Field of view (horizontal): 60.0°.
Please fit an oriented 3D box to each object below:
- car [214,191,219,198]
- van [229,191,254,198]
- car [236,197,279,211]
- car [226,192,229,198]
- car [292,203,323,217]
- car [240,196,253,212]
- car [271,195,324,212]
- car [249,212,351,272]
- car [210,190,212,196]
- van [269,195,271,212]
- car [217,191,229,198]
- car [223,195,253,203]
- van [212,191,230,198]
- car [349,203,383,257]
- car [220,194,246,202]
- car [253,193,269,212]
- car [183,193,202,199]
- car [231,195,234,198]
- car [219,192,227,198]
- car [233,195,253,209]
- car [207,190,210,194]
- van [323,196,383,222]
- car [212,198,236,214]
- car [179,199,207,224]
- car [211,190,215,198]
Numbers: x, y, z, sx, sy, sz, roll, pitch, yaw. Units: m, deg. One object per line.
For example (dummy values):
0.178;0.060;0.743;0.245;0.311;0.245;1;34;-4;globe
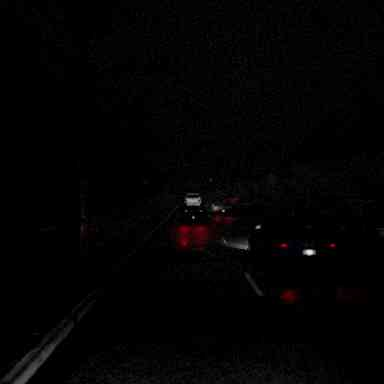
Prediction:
8.075;1.017;73.891;4.892;1.521;2.231;1;1;-20;car
7.962;1.145;46.998;4.442;1.987;1.878;1;1;-20;van
8.093;1.459;41.096;4.792;1.488;2.163;1;0;-20;car
8.039;1.208;50.026;4.553;1.767;2.185;1;1;-20;car
8.063;1.492;17.206;4.892;1.521;2.231;1;0;-20;car
8.040;1.496;35.100;4.792;1.488;2.163;1;1;-20;car
8.047;1.240;20.175;5.566;2.045;2.435;1;0;-20;car
3.099;1.565;10.776;1.994;1.385;4.181;0;0;0;car
8.238;0.902;85.889;5.366;1.575;1.946;1;0;-20;car
7.963;1.265;23.128;4.442;1.987;1.878;1;0;-20;van
7.893;1.159;61.902;5.366;1.575;1.946;0;1;-20;car
8.092;1.237;58.999;4.792;1.488;2.163;0;1;-20;car
7.958;0.630;91.744;4.442;1.987;1.878;1;1;-20;van
8.042;1.365;11.231;4.553;1.767;2.185;1;0;-20;car
8.061;1.163;64.951;4.674;1.452;2.002;1;1;-20;car
8.098;1.240;26.171;5.566;2.045;2.435;1;0;-20;car
0.097;1.147;42.415;2.150;2.045;5.566;0;1;0;car
8.062;1.440;44.068;4.674;1.452;2.002;1;0;-20;car
7.892;1.247;55.937;5.366;1.575;1.946;0;1;-20;car
7.895;1.444;38.027;5.366;1.575;1.946;1;1;-20;car
7.891;0.829;94.704;5.366;1.575;1.946;1;1;-20;car
8.181;1.267;14.267;4.442;1.987;1.878;1;0;-20;van
3.097;1.577;35.103;1.895;1.301;4.718;0;0;0;car
0.098;1.494;24.663;2.128;1.511;4.902;0;0;0;car
8.094;0.733;76.890;5.566;2.045;2.435;1;0;-20;car
